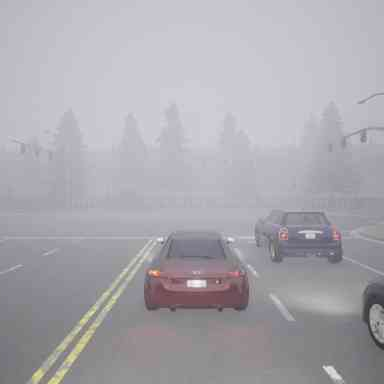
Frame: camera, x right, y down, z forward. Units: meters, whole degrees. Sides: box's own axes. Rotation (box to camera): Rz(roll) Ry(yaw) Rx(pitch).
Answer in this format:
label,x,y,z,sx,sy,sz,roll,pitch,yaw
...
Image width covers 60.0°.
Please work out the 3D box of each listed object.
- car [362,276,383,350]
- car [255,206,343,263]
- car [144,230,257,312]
label,x,y,z,sx,sy,sz,roll,pitch,yaw
car,3.592,1.505,3.315,1.837,1.490,4.892,0,0,0
car,3.636,1.352,12.159,2.097,1.767,4.553,0,0,2
car,0.081,1.564,7.788,1.994,1.385,4.181,0,0,0
